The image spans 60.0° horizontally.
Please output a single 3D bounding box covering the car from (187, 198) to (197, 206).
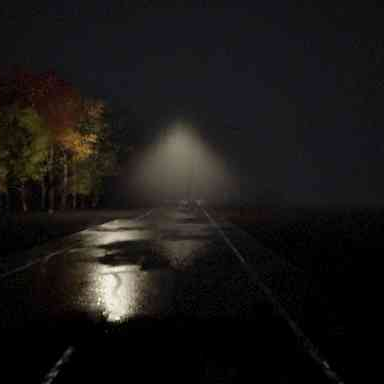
[{"bbox_3d":[-0.012,2.044,67.906,2.033,1.411,5.357,0,0,0],"label":"car"}]

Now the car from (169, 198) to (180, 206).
[{"bbox_3d":[-3.511,2.044,67.906,2.033,1.411,5.357,0,0,0],"label":"car"}]

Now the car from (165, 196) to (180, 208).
[{"bbox_3d":[-3.509,1.714,57.515,2.150,2.045,5.566,0,0,0],"label":"car"}]

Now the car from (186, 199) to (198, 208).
[{"bbox_3d":[-0.009,1.970,57.484,1.882,1.535,5.008,0,0,0],"label":"car"}]
